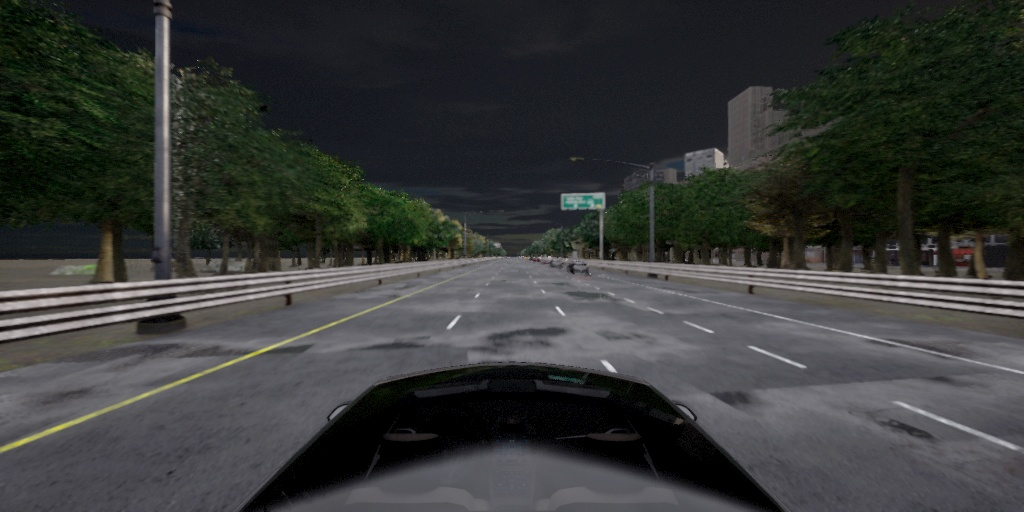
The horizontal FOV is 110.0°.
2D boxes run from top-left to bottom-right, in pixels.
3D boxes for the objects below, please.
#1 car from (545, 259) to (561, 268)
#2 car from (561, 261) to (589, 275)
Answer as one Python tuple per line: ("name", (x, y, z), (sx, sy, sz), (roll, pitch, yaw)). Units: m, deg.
("car", (7.128, 1.223, 58.857), (2.128, 1.511, 4.902), (0, 0, 0))
("car", (7.055, 1.237, 38.906), (2.128, 1.511, 4.902), (0, 0, 0))
